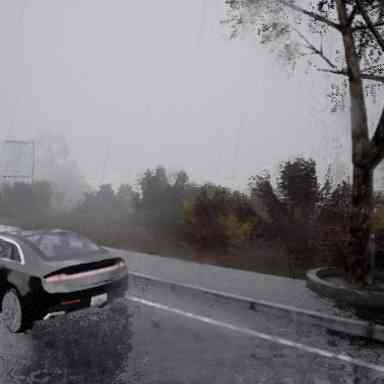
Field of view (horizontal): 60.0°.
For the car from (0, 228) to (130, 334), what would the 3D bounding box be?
[{"bbox_3d":[-3.376,1.505,6.844,4.902,1.511,2.128,0,0,39],"label":"car"}]
